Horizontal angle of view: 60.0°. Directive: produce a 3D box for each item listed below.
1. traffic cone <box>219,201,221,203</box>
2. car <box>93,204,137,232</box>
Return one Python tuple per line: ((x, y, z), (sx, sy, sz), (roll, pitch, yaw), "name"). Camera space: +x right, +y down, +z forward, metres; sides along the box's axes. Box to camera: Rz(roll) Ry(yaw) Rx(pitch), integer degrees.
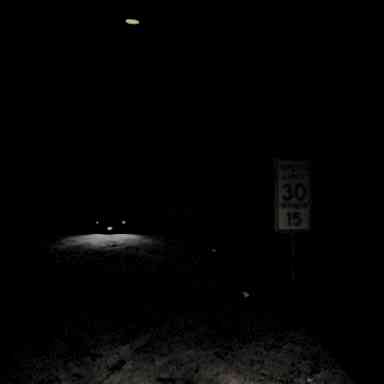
((6.498, 2.157, 77.567), (0.340, 0.580, 0.340), (-1, -2, 43), "traffic cone")
((-4.280, 1.423, 19.291), (2.033, 1.411, 5.357), (0, 0, -4), "car")
